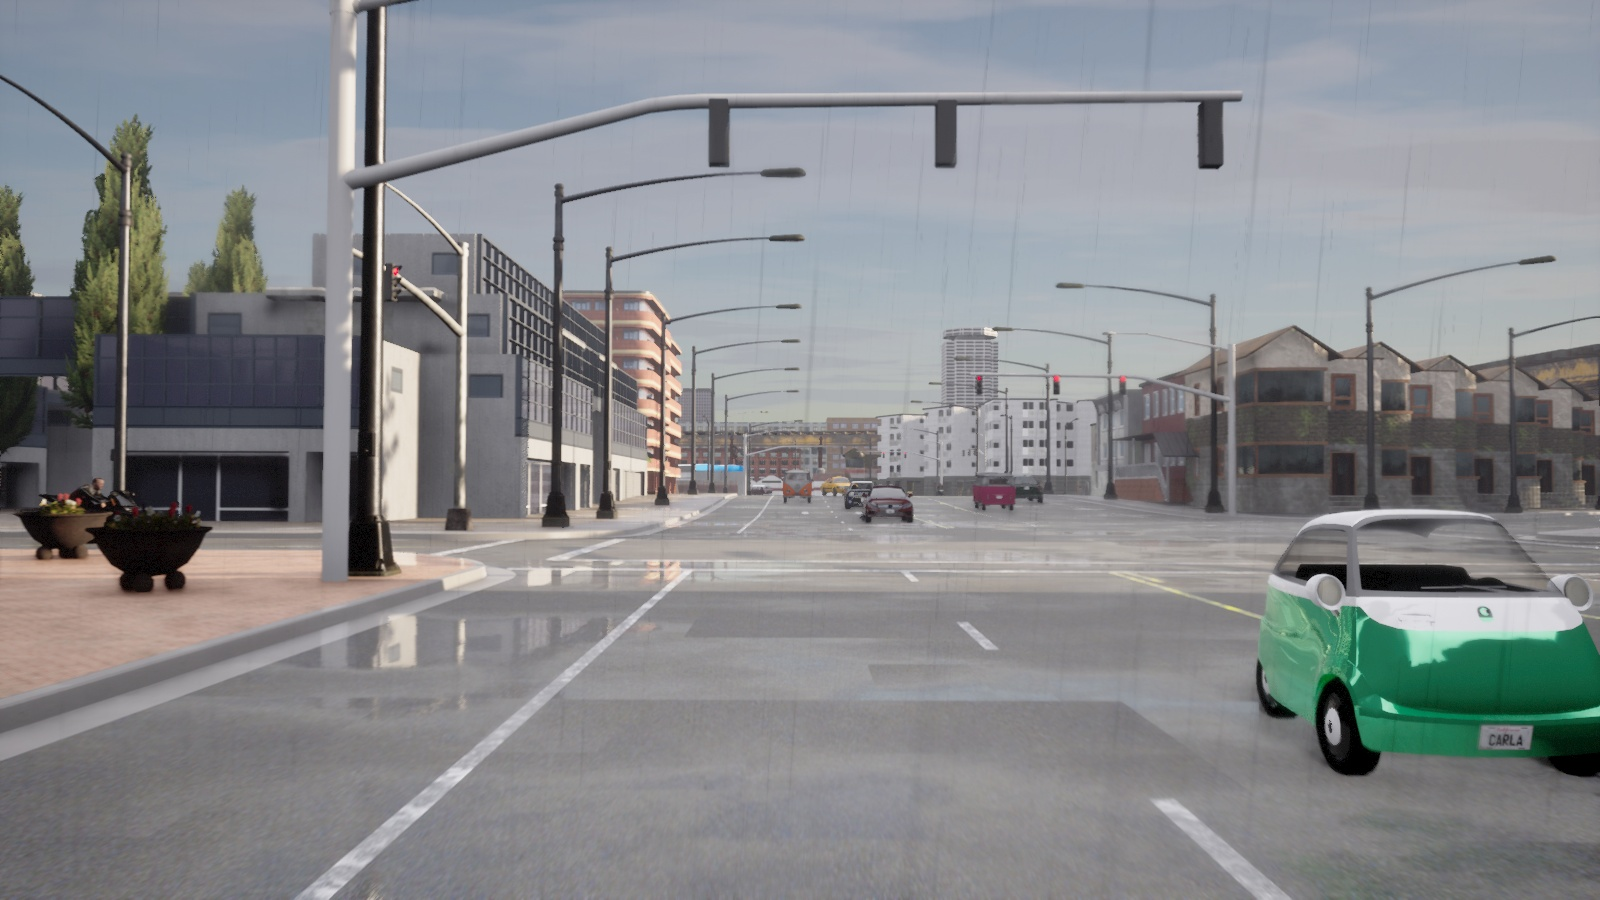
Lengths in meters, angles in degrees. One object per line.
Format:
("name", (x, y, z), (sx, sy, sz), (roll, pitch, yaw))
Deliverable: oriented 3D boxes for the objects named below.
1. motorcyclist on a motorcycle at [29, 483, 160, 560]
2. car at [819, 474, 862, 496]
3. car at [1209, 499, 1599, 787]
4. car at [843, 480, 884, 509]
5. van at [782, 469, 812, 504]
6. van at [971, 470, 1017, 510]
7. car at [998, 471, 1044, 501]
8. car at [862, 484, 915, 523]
("motorcyclist on a motorcycle", (-14.500, 1.460, 25.859), (2.191, 1.530, 0.866), (0, -2, 0))
("car", (2.944, 2.590, 92.957), (1.801, 1.575, 5.366), (0, -1, -14))
("car", (3.485, 0.991, 7.284), (1.481, 1.376, 2.207), (0, -2, 0))
("car", (3.364, 2.355, 67.303), (1.970, 1.475, 3.806), (0, 0, 0))
("van", (-0.155, 2.198, 76.389), (1.775, 1.987, 4.442), (0, 0, 0))
("van", (10.362, 2.117, 67.486), (1.775, 1.987, 4.442), (0, 0, 0))
("car", (13.837, 2.258, 78.982), (2.097, 1.767, 4.553), (0, 0, 0))
("car", (3.450, 2.086, 49.877), (1.812, 1.442, 4.674), (0, -2, 1))
